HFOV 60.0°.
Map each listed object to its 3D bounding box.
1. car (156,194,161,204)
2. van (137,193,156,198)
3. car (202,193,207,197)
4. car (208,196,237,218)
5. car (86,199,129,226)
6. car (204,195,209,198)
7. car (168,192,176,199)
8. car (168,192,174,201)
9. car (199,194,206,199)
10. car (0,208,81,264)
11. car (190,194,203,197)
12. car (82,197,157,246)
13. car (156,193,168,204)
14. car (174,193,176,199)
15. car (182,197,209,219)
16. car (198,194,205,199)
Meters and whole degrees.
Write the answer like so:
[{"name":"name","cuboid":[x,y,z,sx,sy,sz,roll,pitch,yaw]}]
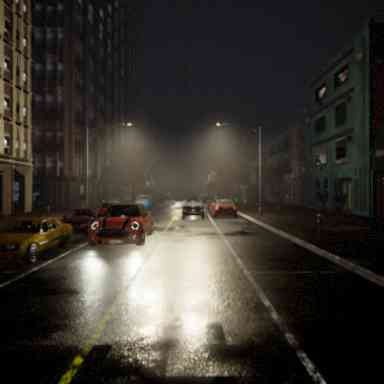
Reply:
[{"name":"car","cuboid":[-5.689,1.384,45.120,1.887,1.381,4.507,0,0,0]},{"name":"van","cuboid":[-5.689,1.198,39.582,1.690,1.788,3.998,0,0,0]},{"name":"car","cuboid":[2.691,1.371,56.193,1.947,1.339,4.313,0,0,0]},{"name":"car","cuboid":[2.693,1.336,28.507,1.967,1.590,4.097,0,0,0]},{"name":"car","cuboid":[-5.688,1.355,22.972,1.967,1.590,4.097,0,0,0]},{"name":"car","cuboid":[2.692,1.402,39.581,1.887,1.381,4.507,0,0,0]},{"name":"car","cuboid":[-5.689,1.014,94.952,2.192,1.841,5.009,0,0,0]},{"name":"car","cuboid":[-5.690,1.072,72.804,2.192,1.841,5.009,0,0,0]},{"name":"car","cuboid":[2.690,1.238,89.585,1.752,1.417,4.829,0,0,0]},{"name":"car","cuboid":[-5.688,1.480,11.728,1.752,1.417,4.829,0,0,0]},{"name":"car","cuboid":[0.100,1.349,44.379,1.837,1.490,4.892,0,1,0]},{"name":"car","cuboid":[-3.004,1.293,14.867,2.097,1.767,4.553,0,0,0]},{"name":"car","cuboid":[-5.689,1.120,56.193,2.192,1.841,5.009,0,0,0]},{"name":"car","cuboid":[-5.690,1.309,83.879,1.802,1.307,4.206,0,0,0]},{"name":"car","cuboid":[0.099,1.444,28.186,2.033,1.411,5.357,0,0,0]},{"name":"car","cuboid":[2.690,1.224,95.122,1.752,1.417,4.829,0,0,0]}]
